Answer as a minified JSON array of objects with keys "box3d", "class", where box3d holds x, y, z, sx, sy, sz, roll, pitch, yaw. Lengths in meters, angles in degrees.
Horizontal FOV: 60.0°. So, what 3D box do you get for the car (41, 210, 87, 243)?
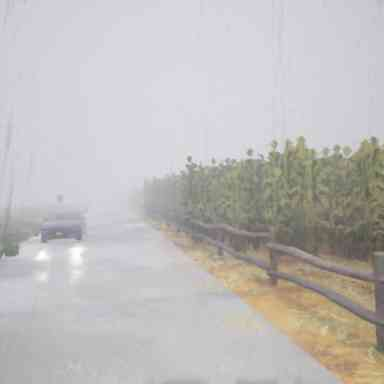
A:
[{"box3d":[-6.941,1.779,18.387,1.882,1.535,5.008,-2,0,-13],"class":"car"}]
